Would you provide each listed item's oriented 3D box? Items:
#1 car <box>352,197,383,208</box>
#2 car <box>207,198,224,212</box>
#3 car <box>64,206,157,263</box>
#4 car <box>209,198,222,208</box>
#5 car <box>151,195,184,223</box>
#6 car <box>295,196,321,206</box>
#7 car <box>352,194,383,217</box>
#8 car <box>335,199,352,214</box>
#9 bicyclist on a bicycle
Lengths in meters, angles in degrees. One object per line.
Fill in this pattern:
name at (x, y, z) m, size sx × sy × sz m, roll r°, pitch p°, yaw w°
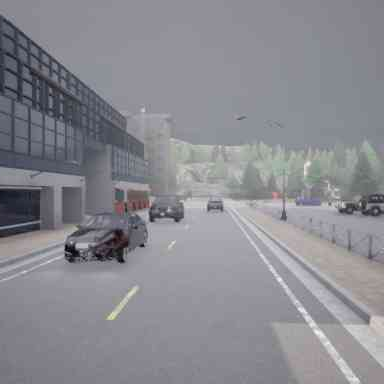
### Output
car at (24.479, 1.399, 45.920) m, size 3.806 × 1.475 × 1.970 m, roll 0°, pitch 0°, yaw 4°
car at (2.768, 1.491, 39.472) m, size 2.128 × 1.511 × 4.902 m, roll 0°, pitch 0°, yaw 4°
car at (-2.867, 1.491, 12.027) m, size 2.128 × 1.511 × 4.902 m, roll 0°, pitch 0°, yaw 4°
car at (3.488, 1.601, 49.765) m, size 1.895 × 1.301 × 4.718 m, roll 0°, pitch 0°, yaw 4°
car at (-1.869, 1.222, 26.035) m, size 2.150 × 2.045 × 5.566 m, roll 0°, pitch 0°, yaw 4°
car at (17.285, 1.389, 49.412) m, size 3.633 × 1.501 × 1.845 m, roll 0°, pitch 0°, yaw 4°
car at (16.056, 1.092, 27.956) m, size 3.866 × 1.878 × 1.905 m, roll 0°, pitch 0°, yaw 4°
car at (15.848, 1.113, 30.883) m, size 4.605 × 1.855 × 1.932 m, roll 0°, pitch 0°, yaw 4°
bicyclist on a bicycle at (-2.213, 1.411, 8.884) m, size 1.620 × 0.582 × 1.656 m, roll -40°, pitch -21°, yaw 31°
